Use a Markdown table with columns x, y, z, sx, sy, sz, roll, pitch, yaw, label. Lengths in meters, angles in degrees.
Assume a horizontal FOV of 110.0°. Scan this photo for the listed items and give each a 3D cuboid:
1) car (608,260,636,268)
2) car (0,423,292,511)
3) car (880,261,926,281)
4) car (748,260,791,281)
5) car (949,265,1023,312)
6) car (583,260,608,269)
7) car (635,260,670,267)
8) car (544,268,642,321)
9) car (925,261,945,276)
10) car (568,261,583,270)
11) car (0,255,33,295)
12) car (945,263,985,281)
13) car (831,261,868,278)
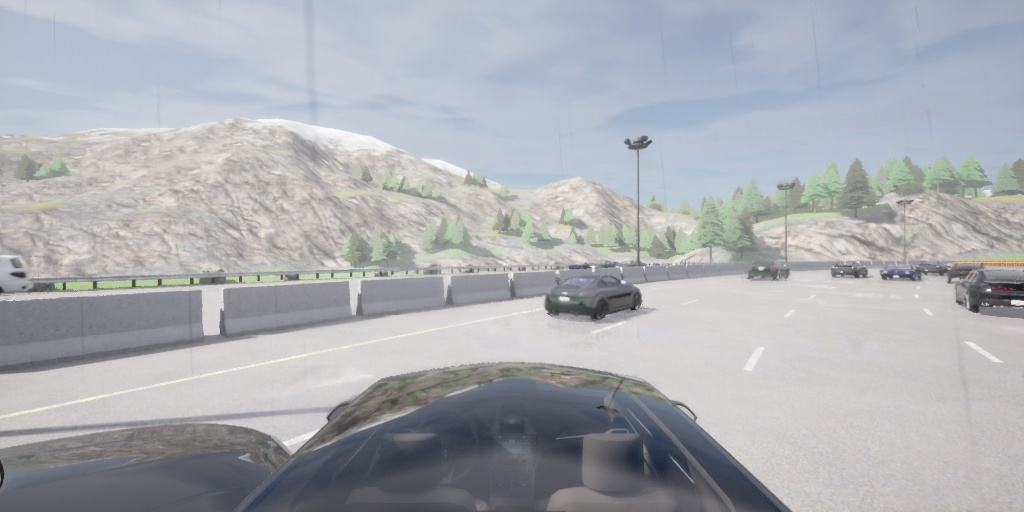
| x | y | z | sx | sy | sz | roll | pitch | yaw | label |
| --- | --- | --- | --- | --- | --- | --- | --- | --- | --- |
| 14.016 | 1.248 | 42.444 | 4.902 | 1.511 | 2.128 | 0 | 0 | -38 | car |
| -2.982 | 1.255 | 0.505 | 4.892 | 1.490 | 1.837 | 0 | 0 | -45 | car |
| 32.304 | 1.351 | 29.710 | 4.718 | 1.301 | 1.895 | 0 | 0 | -35 | car |
| 22.088 | 1.101 | 30.731 | 4.553 | 1.767 | 2.097 | 0 | 0 | -39 | car |
| 17.993 | 1.254 | 13.196 | 4.892 | 1.490 | 1.837 | 0 | 0 | -44 | car |
| 11.643 | 1.244 | 45.029 | 4.902 | 1.511 | 2.128 | 0 | 0 | -38 | car |
| 16.113 | 1.350 | 39.640 | 4.718 | 1.301 | 1.895 | 0 | 0 | -38 | car |
| 2.970 | 1.314 | 12.665 | 1.994 | 1.385 | 4.181 | 0 | 0 | 42 | car |
| 43.308 | 1.241 | 36.844 | 4.902 | 1.511 | 2.128 | 0 | 0 | -31 | car |
| 9.681 | 1.351 | 47.940 | 4.718 | 1.301 | 1.895 | 0 | 0 | -38 | car |
| -23.276 | 0.971 | 13.934 | 2.150 | 2.045 | 5.566 | 0 | 0 | 37 | car |
| 33.585 | 1.254 | 26.298 | 4.892 | 1.490 | 1.837 | 0 | 0 | -36 | car |
| 31.370 | 1.241 | 33.320 | 4.902 | 1.511 | 2.128 | 0 | 0 | -35 | car |
